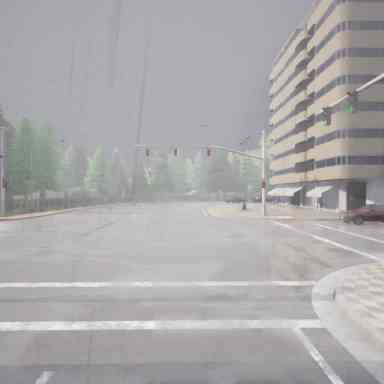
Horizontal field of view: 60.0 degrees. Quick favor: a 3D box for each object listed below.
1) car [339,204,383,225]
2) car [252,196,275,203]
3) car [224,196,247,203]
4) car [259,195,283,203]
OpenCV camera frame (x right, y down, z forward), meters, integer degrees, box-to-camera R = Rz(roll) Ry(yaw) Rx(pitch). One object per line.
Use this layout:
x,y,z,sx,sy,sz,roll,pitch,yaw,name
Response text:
13.172,1.581,24.090,4.674,1.442,1.812,0,0,-1,car
14.216,1.526,67.838,4.674,1.442,1.812,0,0,-34,car
8.903,1.547,68.136,5.357,1.411,2.033,0,0,-38,car
17.568,1.525,73.739,4.902,1.511,2.128,0,0,-23,car
